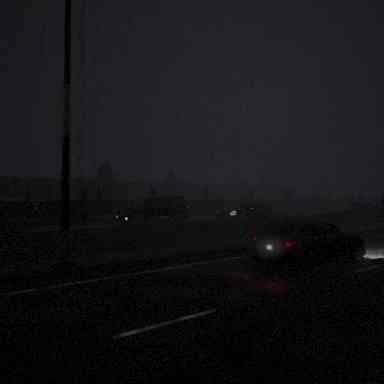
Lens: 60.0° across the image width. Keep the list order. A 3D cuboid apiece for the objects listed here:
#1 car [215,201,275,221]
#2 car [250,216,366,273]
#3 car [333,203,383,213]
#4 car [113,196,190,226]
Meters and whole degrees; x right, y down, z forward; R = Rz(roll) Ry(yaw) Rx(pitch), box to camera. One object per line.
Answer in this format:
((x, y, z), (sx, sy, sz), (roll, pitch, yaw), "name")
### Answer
((3.862, 1.438, 24.114), (4.553, 1.767, 2.097), (0, 0, -35), "car")
((3.896, 1.606, 10.983), (4.181, 1.385, 1.994), (0, 0, -36), "car")
((13.063, 1.597, 26.128), (4.902, 1.511, 2.128), (0, 0, -31), "car")
((-2.739, 1.297, 23.708), (5.566, 2.045, 2.150), (0, 0, -36), "car")
